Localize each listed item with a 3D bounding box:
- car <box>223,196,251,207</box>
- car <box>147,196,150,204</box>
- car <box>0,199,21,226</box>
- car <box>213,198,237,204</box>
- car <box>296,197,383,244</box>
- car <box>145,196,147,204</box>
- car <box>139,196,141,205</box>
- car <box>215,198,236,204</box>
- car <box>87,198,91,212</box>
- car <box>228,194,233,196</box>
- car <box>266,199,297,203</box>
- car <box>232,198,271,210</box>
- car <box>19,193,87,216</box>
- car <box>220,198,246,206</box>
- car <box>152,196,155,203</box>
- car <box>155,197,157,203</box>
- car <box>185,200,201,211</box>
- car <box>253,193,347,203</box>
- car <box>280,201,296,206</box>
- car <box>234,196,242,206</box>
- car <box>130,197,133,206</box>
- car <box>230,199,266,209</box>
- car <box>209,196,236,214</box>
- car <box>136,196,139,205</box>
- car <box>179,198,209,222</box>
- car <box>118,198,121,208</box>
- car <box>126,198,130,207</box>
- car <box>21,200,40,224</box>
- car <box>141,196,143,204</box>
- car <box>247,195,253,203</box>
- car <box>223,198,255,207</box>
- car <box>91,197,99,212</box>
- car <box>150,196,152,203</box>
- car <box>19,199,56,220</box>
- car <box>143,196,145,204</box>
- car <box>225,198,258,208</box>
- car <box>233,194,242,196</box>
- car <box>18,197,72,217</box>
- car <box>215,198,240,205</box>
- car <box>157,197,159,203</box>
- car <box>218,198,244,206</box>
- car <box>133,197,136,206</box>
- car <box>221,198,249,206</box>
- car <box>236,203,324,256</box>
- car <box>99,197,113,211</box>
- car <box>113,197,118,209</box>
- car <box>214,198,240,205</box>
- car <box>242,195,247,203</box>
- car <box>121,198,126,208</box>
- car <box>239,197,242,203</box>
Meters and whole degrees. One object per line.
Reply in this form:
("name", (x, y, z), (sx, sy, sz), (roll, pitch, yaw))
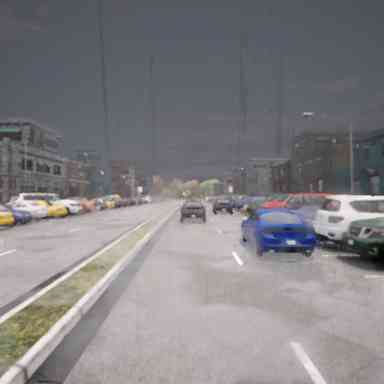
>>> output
("car", (7.612, 1.628, 57.022), (4.553, 1.767, 2.185), (0, -1, 0))
("car", (-12.703, 2.128, 76.975), (4.674, 1.452, 2.002), (0, -1, 0))
("car", (-13.006, 1.374, 18.766), (5.366, 1.575, 1.946), (0, 0, 0))
("car", (7.819, 2.119, 79.081), (5.366, 1.575, 1.946), (0, -1, 0))
("car", (7.672, 1.271, 15.680), (4.553, 1.767, 2.185), (0, 0, 0))
("car", (-12.724, 1.993, 71.421), (4.892, 1.521, 2.231), (0, -1, 0))
("car", (-12.739, 1.857, 63.209), (4.892, 1.521, 2.231), (0, -1, 0))
("car", (7.668, 2.102, 76.322), (4.792, 1.488, 2.163), (0, -1, 0))
("car", (-12.792, 1.464, 32.521), (4.674, 1.452, 2.002), (0, -1, 0))
("car", (7.672, 1.385, 48.753), (5.566, 2.045, 2.435), (0, -1, 0))
("car", (7.636, 1.381, 21.190), (5.008, 1.535, 2.097), (0, 0, 0))
("car", (7.672, 1.592, 43.235), (4.792, 1.488, 2.163), (0, -1, 0))
("car", (-12.771, 1.148, 29.748), (5.566, 2.045, 2.435), (0, 0, 0))
("car", (7.642, 1.879, 62.570), (4.674, 1.452, 2.002), (0, -1, 0))
("car", (-12.723, 1.939, 82.663), (5.566, 2.045, 2.435), (0, -1, 0))
("car", (-12.648, 2.377, 90.994), (4.792, 1.488, 2.163), (0, -1, 0))
("car", (0.102, 1.661, 41.525), (1.895, 1.301, 4.718), (0, -1, 0))
("car", (7.613, 1.134, 23.948), (5.566, 2.045, 2.435), (0, 0, 0))
("car", (7.670, 1.418, 18.438), (4.792, 1.488, 2.163), (0, 0, 0))
("car", (7.637, 1.490, 37.721), (5.008, 1.535, 2.097), (0, -1, 0))
("car", (-12.743, 1.727, 54.748), (4.892, 1.521, 2.231), (0, -1, 0))
("car", (7.640, 1.639, 45.992), (4.674, 1.452, 2.002), (0, -1, 0))
("car", (3.102, 1.480, 34.801), (1.837, 1.490, 4.892), (0, -1, 0))
("car", (-12.733, 1.813, 60.430), (5.008, 1.535, 2.097), (0, -1, 0))
("car", (0.102, 1.412, 25.207), (1.837, 1.490, 4.892), (0, 0, 0))
("car", (-12.739, 1.479, 46.421), (4.553, 1.767, 2.185), (0, -1, 0))
("car", (-12.761, 1.684, 51.969), (5.008, 1.535, 2.097), (0, -1, 0))
("car", (-12.818, 1.411, 21.536), (4.674, 1.452, 2.002), (0, 0, 0))
("car", (-12.725, 1.940, 65.862), (4.674, 1.452, 2.002), (0, -1, 0))
("car", (7.613, 1.140, 26.701), (5.566, 2.045, 2.435), (0, 0, 0))
("car", (7.638, 1.713, 54.263), (5.008, 1.535, 2.097), (0, -1, 0))
("car", (-12.757, 1.329, 35.300), (4.553, 1.767, 2.185), (0, -1, 0))
("car", (-12.732, 2.014, 79.848), (4.553, 1.767, 2.185), (0, -1, 0))
("car", (-12.808, 1.413, 24.194), (4.674, 1.452, 2.002), (0, 0, 0))
("car", (-12.751, 1.975, 68.641), (4.792, 1.488, 2.163), (0, -1, 0))
("car", (7.614, 1.703, 51.507), (4.792, 1.488, 2.163), (0, -1, 0))
("car", (7.674, 1.401, 40.480), (4.553, 1.767, 2.185), (0, -1, 0))
("car", (-12.990, 1.381, 26.968), (5.366, 1.575, 1.946), (0, 0, 0))
("car", (7.830, 2.019, 73.567), (5.366, 1.575, 1.946), (0, -1, 0))
("car", (-12.858, 2.398, 93.774), (5.366, 1.575, 1.946), (0, -1, 0))
("car", (7.615, 1.912, 65.291), (4.792, 1.488, 2.163), (0, -1, 0))
("car", (-12.773, 1.797, 57.526), (4.792, 1.488, 2.163), (0, -1, 0))
("car", (7.673, 1.825, 59.776), (4.792, 1.488, 2.163), (0, -1, 0))
("car", (3.101, 1.410, 12.857), (1.882, 1.535, 5.008), (0, 0, 0))
("car", (-12.783, 1.530, 40.979), (4.892, 1.521, 2.231), (0, -1, 0))
("car", (-12.957, 1.565, 43.758), (5.366, 1.575, 1.946), (0, -1, 0))
("car", (7.459, 1.972, 70.804), (5.366, 1.575, 1.946), (0, -1, 0))
("car", (7.614, 1.157, 29.458), (5.566, 2.045, 2.435), (0, 0, 0))
("car", (-12.731, 1.674, 49.190), (4.792, 1.488, 2.163), (0, -1, 0))
("car", (7.640, 1.498, 34.966), (4.674, 1.452, 2.002), (0, -1, 0))
